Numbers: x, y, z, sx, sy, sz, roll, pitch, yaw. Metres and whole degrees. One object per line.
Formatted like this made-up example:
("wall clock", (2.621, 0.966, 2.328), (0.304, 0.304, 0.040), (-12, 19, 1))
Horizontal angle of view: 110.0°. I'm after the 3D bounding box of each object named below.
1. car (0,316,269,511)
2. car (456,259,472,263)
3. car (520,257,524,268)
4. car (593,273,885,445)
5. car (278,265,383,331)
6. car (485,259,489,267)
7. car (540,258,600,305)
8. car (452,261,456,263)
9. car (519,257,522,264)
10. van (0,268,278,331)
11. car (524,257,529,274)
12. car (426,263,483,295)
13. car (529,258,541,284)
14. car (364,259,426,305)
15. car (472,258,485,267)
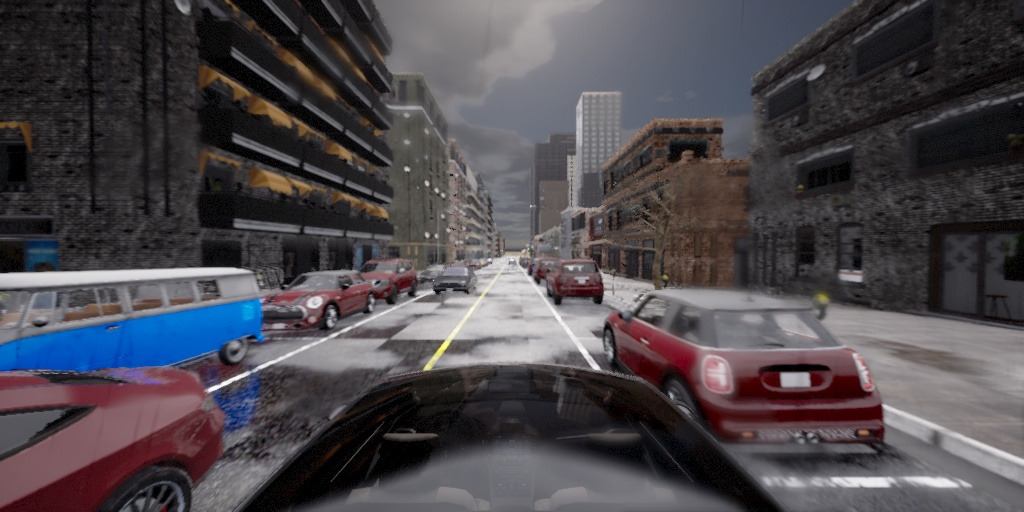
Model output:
("car", (-3.102, 1.274, 0.866), (1.812, 1.442, 4.674), (0, 0, 0))
("car", (-5.664, 1.199, 37.780), (1.967, 1.591, 4.097), (0, 0, 0))
("car", (2.735, 1.328, 58.897), (2.007, 1.370, 4.403), (0, 0, 0))
("car", (2.690, 1.192, 5.322), (1.967, 1.591, 4.097), (0, 0, 0))
("car", (-5.686, 1.190, 10.744), (1.967, 1.591, 4.097), (0, 0, 0))
("car", (-5.642, 1.290, 64.255), (1.751, 1.417, 4.829), (0, 0, 0))
("car", (2.699, 1.071, 16.137), (2.192, 1.841, 5.009), (0, 0, 0))
("car", (-5.673, 1.307, 26.966), (2.007, 1.370, 4.403), (0, 0, 0))
("car", (2.706, 1.335, 64.469), (1.948, 1.339, 4.313), (0, 0, 0))
("van", (-5.691, 1.089, 5.337), (1.690, 1.789, 3.998), (0, 0, 0))
("car", (2.717, 1.078, 37.766), (2.192, 1.841, 5.009), (0, 0, 0))
("car", (-3.039, 1.303, 20.249), (2.033, 1.411, 5.357), (0, 0, 1))
("car", (2.708, 1.075, 26.952), (2.192, 1.841, 5.009), (0, 0, 0))
("car", (-5.682, 1.067, 16.152), (2.192, 1.841, 5.009), (0, 0, 0))
("car", (-5.651, 1.203, 54.002), (1.967, 1.591, 4.097), (0, 0, 0))
